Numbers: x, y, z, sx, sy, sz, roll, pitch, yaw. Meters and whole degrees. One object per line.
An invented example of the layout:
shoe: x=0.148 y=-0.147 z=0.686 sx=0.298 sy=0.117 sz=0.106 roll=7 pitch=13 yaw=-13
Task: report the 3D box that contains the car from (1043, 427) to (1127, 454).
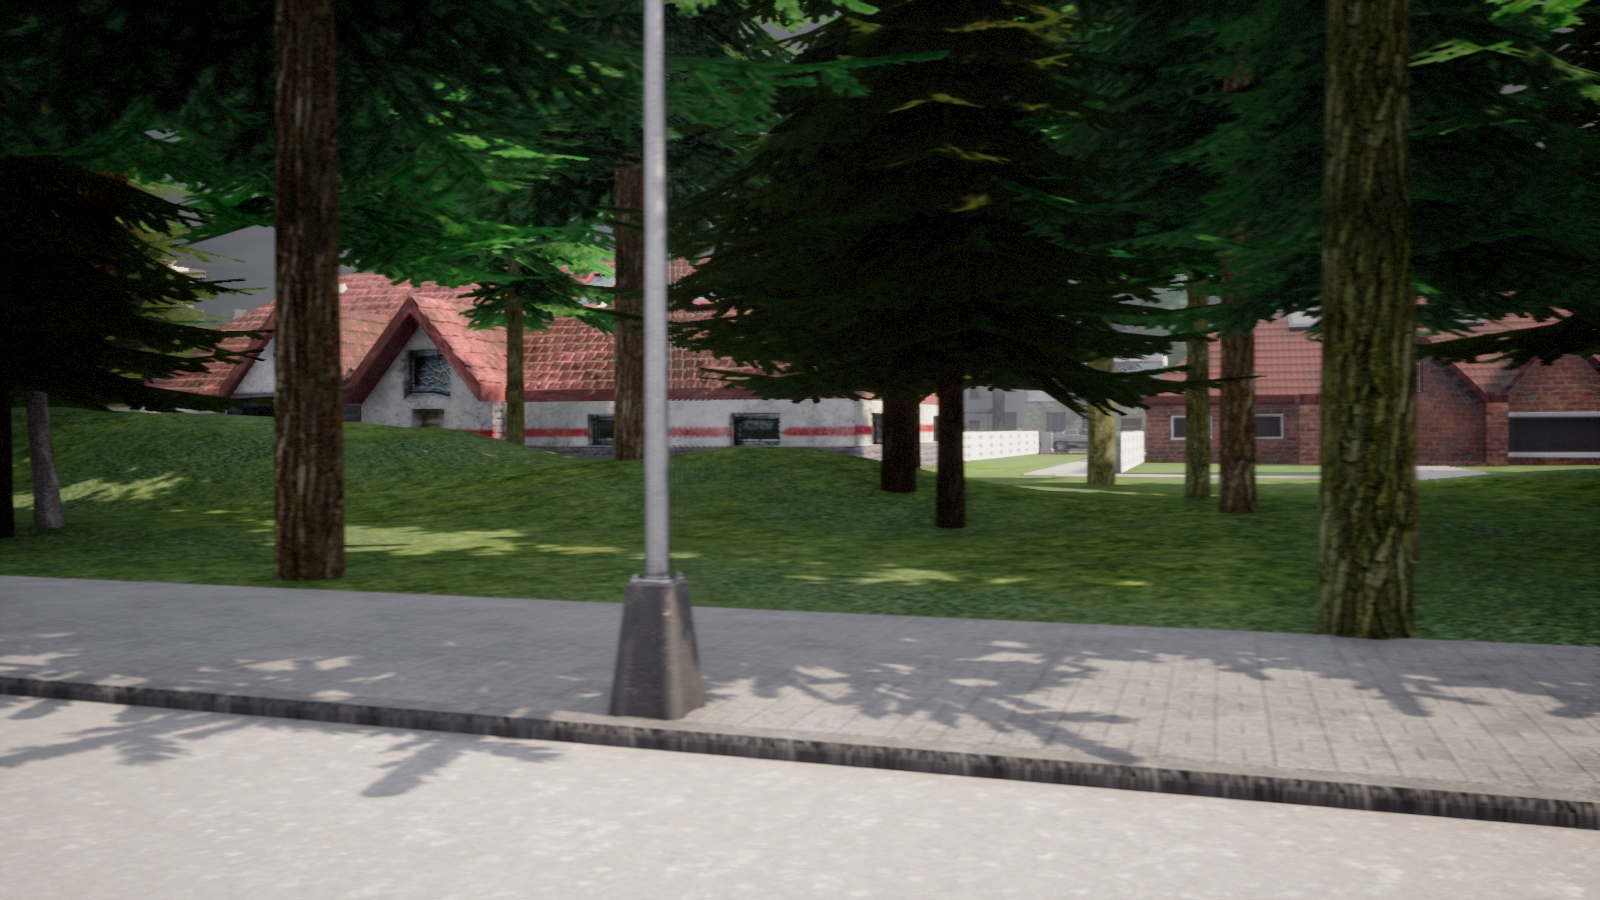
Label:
car: x=18.198 y=-0.609 z=80.068 sx=5.027 sy=1.651 sz=2.152 roll=1 pitch=1 yaw=19
